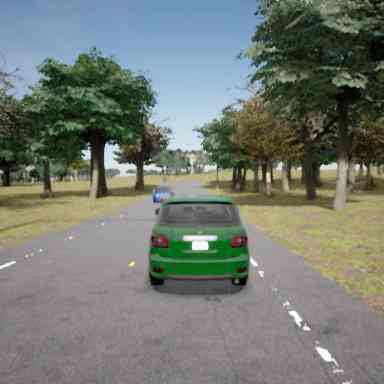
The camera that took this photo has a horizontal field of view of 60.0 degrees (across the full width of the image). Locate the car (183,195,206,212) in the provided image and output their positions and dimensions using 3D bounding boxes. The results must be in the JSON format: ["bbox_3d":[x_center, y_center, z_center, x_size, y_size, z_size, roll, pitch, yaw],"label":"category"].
[{"bbox_3d":[0.217,0.960,29.939,1.895,1.301,4.718,0,2,0],"label":"car"}]

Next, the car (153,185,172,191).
[{"bbox_3d":[-3.427,0.235,40.120,2.150,2.045,5.566,0,2,0],"label":"car"}]

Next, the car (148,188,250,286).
[{"bbox_3d":[0.126,1.046,8.990,2.150,2.045,5.566,0,1,-1],"label":"car"}]
